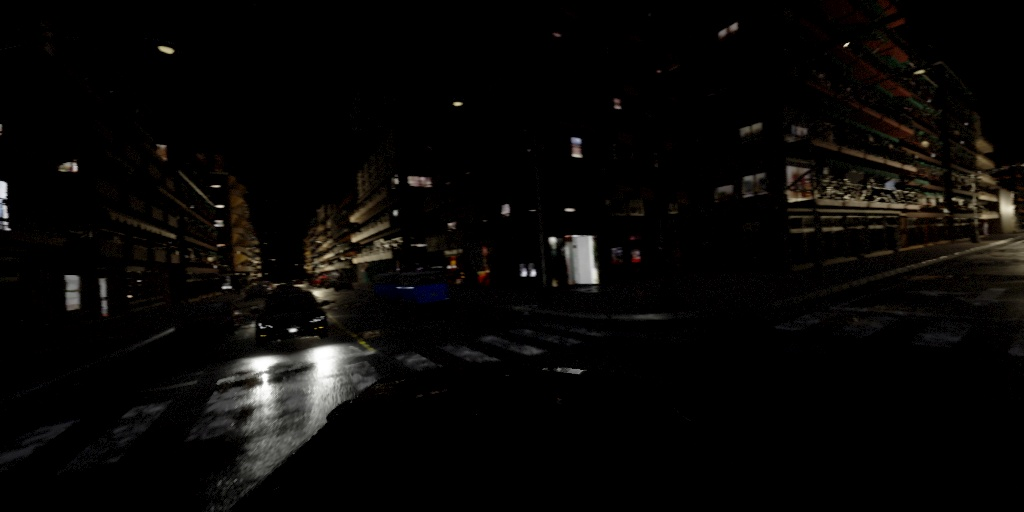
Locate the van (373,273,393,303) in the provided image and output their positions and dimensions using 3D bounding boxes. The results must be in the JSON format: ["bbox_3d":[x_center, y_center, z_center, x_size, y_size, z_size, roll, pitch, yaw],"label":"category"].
[{"bbox_3d":[-7.655,1.985,23.227,1.690,1.789,3.998,0,0,-33],"label":"van"}]

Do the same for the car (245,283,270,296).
[{"bbox_3d":[-26.754,3.927,37.561,1.802,1.307,4.207,0,0,-33],"label":"car"}]

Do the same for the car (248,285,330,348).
[{"bbox_3d":[-7.466,1.979,12.189,1.837,1.490,4.892,-4,-1,-32],"label":"car"}]

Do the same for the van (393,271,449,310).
[{"bbox_3d":[-4.634,1.683,18.518,1.690,1.789,3.998,0,0,-33],"label":"van"}]

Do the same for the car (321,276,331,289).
[{"bbox_3d":[-25.872,3.987,51.619,1.751,1.417,4.829,0,0,-33],"label":"car"}]

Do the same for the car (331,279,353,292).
[{"bbox_3d":[-19.739,3.438,42.060,1.802,1.307,4.207,0,0,-33],"label":"car"}]

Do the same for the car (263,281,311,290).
[{"bbox_3d":[-12.960,2.502,20.715,1.882,1.535,5.008,-4,-1,-33],"label":"car"}]

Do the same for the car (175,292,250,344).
[{"bbox_3d":[-11.649,2.413,14.020,1.802,1.307,4.207,0,0,-33],"label":"car"}]

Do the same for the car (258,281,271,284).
[{"bbox_3d":[-29.774,4.087,42.269,1.967,1.591,4.097,0,0,-33],"label":"car"}]

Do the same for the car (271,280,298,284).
[{"bbox_3d":[-20.260,3.261,32.122,1.837,1.490,4.892,-4,-1,-33],"label":"car"}]
